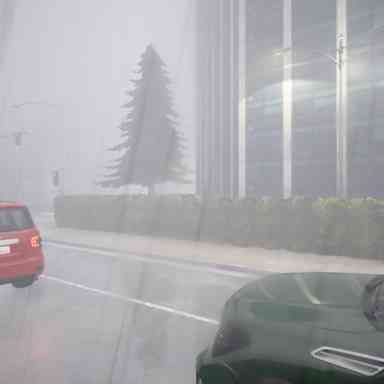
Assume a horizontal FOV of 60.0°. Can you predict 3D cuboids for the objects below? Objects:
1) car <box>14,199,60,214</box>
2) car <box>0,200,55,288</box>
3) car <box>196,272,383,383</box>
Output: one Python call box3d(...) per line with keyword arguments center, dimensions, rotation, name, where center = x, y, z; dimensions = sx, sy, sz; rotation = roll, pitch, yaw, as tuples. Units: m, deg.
box3d(center=(-17.192, 1.564, 37.063), dimensions=(1.994, 1.385, 4.181), rotation=(0, 0, 36), name="car")
box3d(center=(-5.778, 1.221, 8.059), dimensions=(5.566, 2.045, 2.150), rotation=(0, 0, 38), name="car")
box3d(center=(2.688, 1.221, 2.073), dimensions=(5.566, 2.045, 2.150), rotation=(0, 0, 36), name="car")
